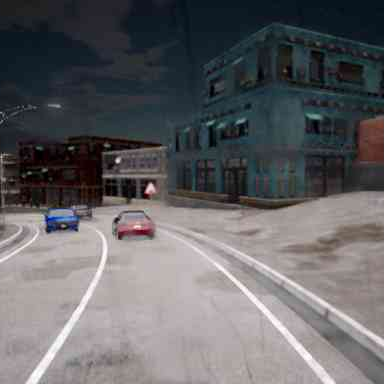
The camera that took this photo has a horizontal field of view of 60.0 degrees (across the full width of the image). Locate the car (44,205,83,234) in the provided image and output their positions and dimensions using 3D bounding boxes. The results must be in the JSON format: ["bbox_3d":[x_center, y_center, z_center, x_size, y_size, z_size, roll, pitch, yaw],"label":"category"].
[{"bbox_3d":[-8.681,1.829,22.122,1.882,1.535,5.008,-2,-1,-24],"label":"car"}]

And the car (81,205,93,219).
[{"bbox_3d":[-12.127,2.138,35.378,2.128,1.511,4.902,-3,0,-35],"label":"car"}]

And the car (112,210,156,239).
[{"bbox_3d":[-3.272,1.701,18.283,1.994,1.385,4.181,-1,-1,-17],"label":"car"}]
